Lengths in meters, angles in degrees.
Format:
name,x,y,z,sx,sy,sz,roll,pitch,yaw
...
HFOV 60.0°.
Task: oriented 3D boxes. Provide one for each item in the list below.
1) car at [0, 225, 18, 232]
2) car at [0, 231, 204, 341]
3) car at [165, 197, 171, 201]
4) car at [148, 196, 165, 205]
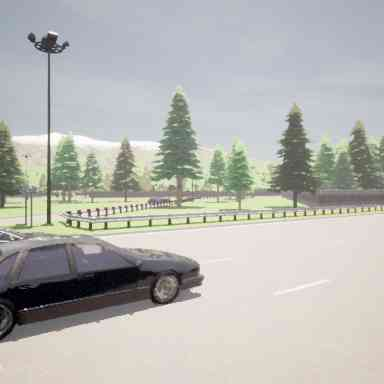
name,x,y,z,sx,sy,sz,roll,pitch,yaw
car,-5.461,1.492,8.449,4.902,1.511,2.128,0,0,-35
car,-2.366,1.547,6.357,5.357,1.411,2.033,0,0,-35
car,-5.664,1.601,69.798,1.895,1.301,4.718,0,0,5
car,-6.658,1.526,59.571,1.812,1.442,4.674,0,0,5
